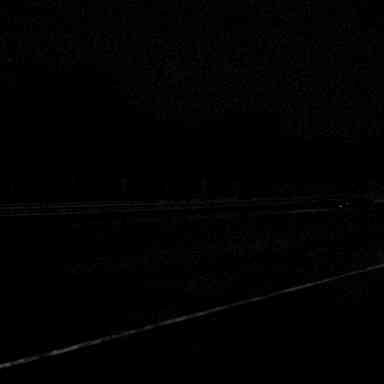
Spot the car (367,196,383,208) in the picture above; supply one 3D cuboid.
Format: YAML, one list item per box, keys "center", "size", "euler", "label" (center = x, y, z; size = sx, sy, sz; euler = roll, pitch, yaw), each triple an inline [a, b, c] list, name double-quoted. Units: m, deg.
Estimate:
- center: [21.314, 1.084, 35.595]
  size: [5.008, 1.535, 1.882]
  euler: [-1, 1, -34]
  label: "car"

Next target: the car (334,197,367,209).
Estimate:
- center: [18.166, 1.234, 37.708]
  size: [4.718, 1.301, 1.895]
  euler: [-1, 1, -34]
  label: "car"
